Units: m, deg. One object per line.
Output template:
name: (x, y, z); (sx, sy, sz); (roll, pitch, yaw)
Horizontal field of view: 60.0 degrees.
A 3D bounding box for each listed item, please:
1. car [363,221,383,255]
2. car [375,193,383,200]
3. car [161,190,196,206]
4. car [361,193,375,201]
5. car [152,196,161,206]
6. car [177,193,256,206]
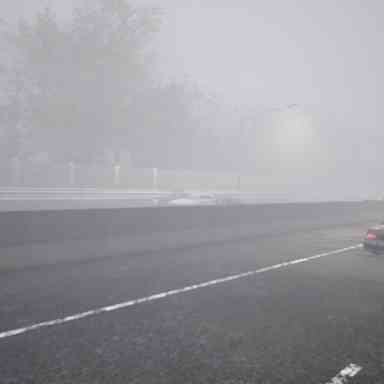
car: (7.767, 1.455, 11.461); (5.357, 1.411, 2.033); (0, 2, -42)
car: (30.459, 1.033, 50.843); (4.902, 1.511, 2.128); (1, 2, -41)
car: (0.369, 0.798, 23.883); (4.674, 1.442, 1.812); (0, 2, -42)
car: (29.646, 0.874, 54.780); (5.008, 1.535, 1.882); (1, 2, -41)
car: (-0.982, 0.611, 27.366); (4.902, 1.511, 2.128); (0, 2, -42)
car: (1.929, 0.974, 20.585); (5.357, 1.411, 2.033); (0, 2, -42)
